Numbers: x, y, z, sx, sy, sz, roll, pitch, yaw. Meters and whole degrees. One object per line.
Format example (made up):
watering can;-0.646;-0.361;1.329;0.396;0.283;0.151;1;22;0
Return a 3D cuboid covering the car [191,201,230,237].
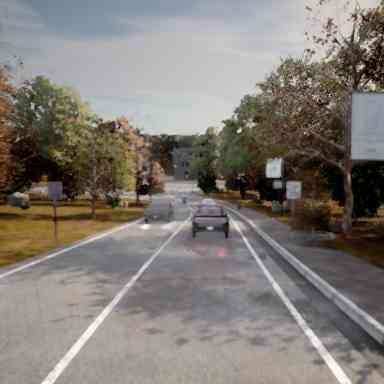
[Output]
car;0.994;1.459;17.864;2.128;1.511;4.902;0;0;4

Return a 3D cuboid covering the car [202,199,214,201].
car;1.742;1.440;36.070;1.812;1.442;4.674;0;0;0

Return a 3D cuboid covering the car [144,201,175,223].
car;-2.332;1.428;24.816;1.837;1.490;4.892;1;0;3
